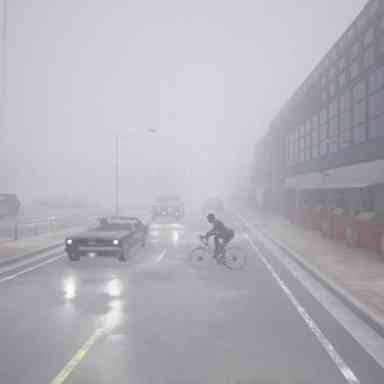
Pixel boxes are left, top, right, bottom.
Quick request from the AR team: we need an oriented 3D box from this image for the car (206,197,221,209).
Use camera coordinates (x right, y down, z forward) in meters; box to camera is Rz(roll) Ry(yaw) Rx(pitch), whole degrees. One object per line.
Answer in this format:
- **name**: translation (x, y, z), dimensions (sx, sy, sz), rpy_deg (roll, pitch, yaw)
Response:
- **car**: translation (3.092, 1.486, 47.613), dimensions (2.128, 1.511, 4.902), rpy_deg (0, 0, 4)

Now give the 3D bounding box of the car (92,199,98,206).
- **car**: translation (-15.072, 1.242, 46.179), dimensions (3.806, 1.475, 1.970), rpy_deg (0, 0, 4)

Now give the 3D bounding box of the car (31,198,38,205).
- **car**: translation (-21.865, 1.307, 50.298), dimensions (4.514, 1.523, 2.007), rpy_deg (0, 0, 4)

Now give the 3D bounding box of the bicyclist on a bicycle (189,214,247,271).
- **bicyclist on a bicycle**: translation (0.721, 1.444, 9.483), dimensions (1.656, 1.620, 0.582), rpy_deg (-1, 0, 4)

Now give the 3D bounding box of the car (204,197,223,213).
- **car**: translation (2.473, 1.348, 37.754), dimensions (2.097, 1.767, 4.553), rpy_deg (0, 0, 4)

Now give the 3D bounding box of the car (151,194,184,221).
- **car**: translation (-1.875, 1.220, 27.357), dimensions (2.150, 2.045, 5.566), rpy_deg (0, 0, 4)

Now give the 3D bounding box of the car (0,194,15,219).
- **car**: translation (-15.795, 1.110, 24.061), dimensions (4.605, 1.855, 1.932), rpy_deg (0, 0, 4)

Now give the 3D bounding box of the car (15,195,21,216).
- **car**: translation (-16.015, 1.089, 26.988), dimensions (3.866, 1.878, 1.905), rpy_deg (0, 0, 4)

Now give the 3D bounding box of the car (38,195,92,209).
- **car**: translation (-15.172, 1.164, 39.754), dimensions (5.027, 1.636, 2.152), rpy_deg (0, 0, 4)

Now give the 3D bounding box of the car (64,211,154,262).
- **car**: translation (-2.893, 1.599, 12.290), dimensions (1.895, 1.301, 4.718), rpy_deg (0, 0, 4)
